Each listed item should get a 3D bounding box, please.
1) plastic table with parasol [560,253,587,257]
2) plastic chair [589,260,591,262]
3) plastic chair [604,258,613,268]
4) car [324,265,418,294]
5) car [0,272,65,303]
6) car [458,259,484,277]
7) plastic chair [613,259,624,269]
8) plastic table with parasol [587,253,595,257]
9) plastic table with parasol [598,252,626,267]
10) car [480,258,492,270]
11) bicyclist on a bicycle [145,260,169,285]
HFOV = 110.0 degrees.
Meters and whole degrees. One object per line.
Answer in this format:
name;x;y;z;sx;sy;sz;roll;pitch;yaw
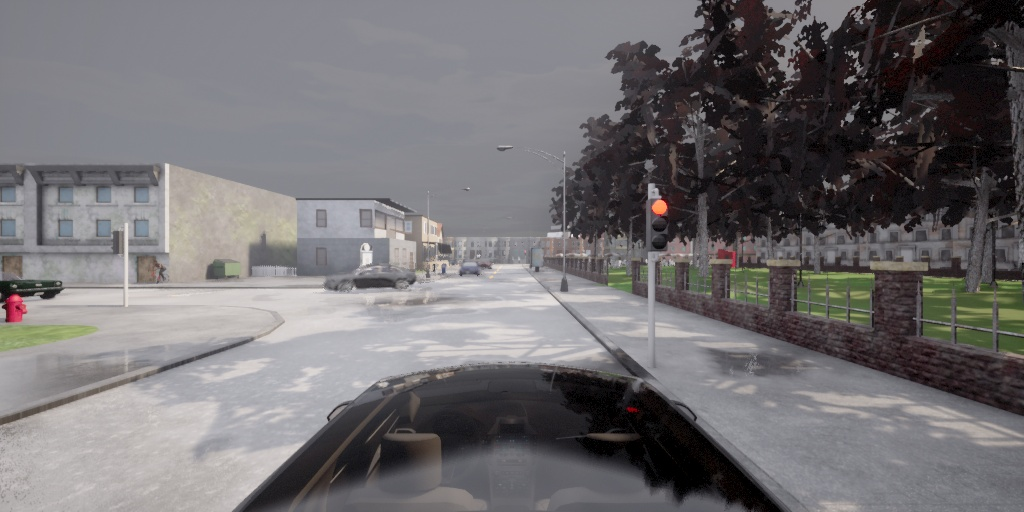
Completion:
plastic table with parasol;9.949;0.684;57.775;2.482;2.480;2.482;0;0;-40
plastic chair;13.692;1.304;62.364;0.730;1.272;0.750;0;0;-35
plastic chair;14.296;1.306;54.136;0.730;1.272;0.750;0;0;-35
car;-7.823;1.242;20.221;4.902;1.511;2.128;0;1;-31
car;-22.993;1.351;15.758;4.718;1.301;1.895;0;0;0
car;-4.105;1.275;35.766;1.812;1.442;4.674;0;0;0
plastic chair;16.003;1.296;54.041;0.750;1.272;0.730;0;0;-40
plastic table with parasol;14.644;0.673;63.252;2.482;2.480;2.482;0;0;-42
plastic table with parasol;15.269;0.694;55.039;2.482;2.480;2.482;0;0;-40
car;-4.111;1.102;53.017;2.097;1.767;4.553;0;0;0
bicyclist on a bicycle;-23.871;1.098;24.156;0.582;1.620;1.656;0;0;0
